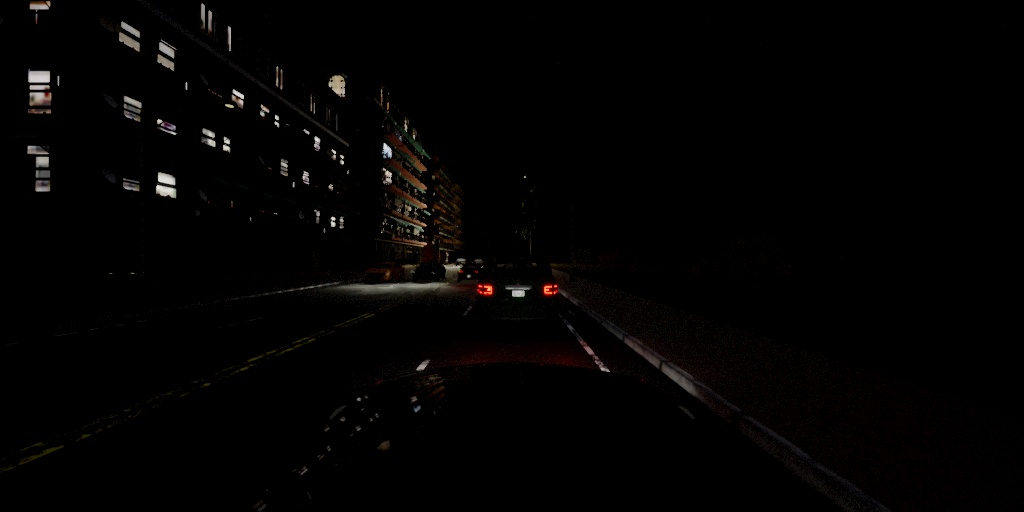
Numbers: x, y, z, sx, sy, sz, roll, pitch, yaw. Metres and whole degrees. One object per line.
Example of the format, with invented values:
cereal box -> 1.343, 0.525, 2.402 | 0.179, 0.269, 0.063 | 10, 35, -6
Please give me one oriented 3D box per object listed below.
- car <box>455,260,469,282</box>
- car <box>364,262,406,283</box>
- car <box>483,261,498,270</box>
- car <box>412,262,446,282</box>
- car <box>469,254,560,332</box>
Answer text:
car -> -3.130, 1.280, 28.317 | 1.812, 1.442, 4.674 | 0, 0, 0
car -> -9.831, 1.231, 28.109 | 1.882, 1.535, 5.008 | 0, 0, 0
car -> -3.113, 1.354, 52.394 | 1.895, 1.301, 4.718 | 0, 0, 0
car -> -6.580, 1.231, 28.913 | 1.882, 1.535, 5.008 | 0, 0, 0
car -> 0.111, 0.973, 11.076 | 2.150, 2.045, 5.566 | 0, 0, -1
